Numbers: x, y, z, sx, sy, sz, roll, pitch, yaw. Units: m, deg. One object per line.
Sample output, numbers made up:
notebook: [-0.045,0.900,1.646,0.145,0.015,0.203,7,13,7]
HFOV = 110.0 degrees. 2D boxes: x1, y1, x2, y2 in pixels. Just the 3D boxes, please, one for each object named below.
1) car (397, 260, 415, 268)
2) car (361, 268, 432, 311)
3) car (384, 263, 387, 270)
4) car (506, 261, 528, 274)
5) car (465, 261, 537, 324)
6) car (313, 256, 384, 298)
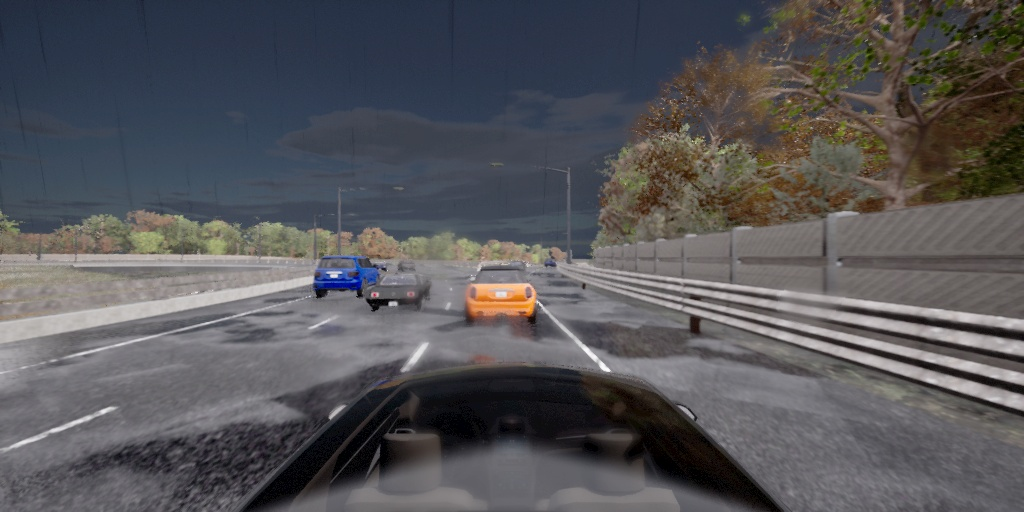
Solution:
car: [-14.265,1.296,48.327,2.128,1.511,4.902,0,0,-25]
car: [-4.383,1.368,14.632,1.895,1.301,4.718,0,0,-7]
car: [-18.075,1.420,48.248,1.895,1.301,4.718,0,0,-26]
car: [0.688,1.295,42.361,2.033,1.411,5.357,0,0,7]
car: [-0.382,1.104,12.233,2.097,1.767,4.553,0,0,-2]
car: [-8.546,1.004,18.950,2.150,2.045,5.566,0,0,-10]
